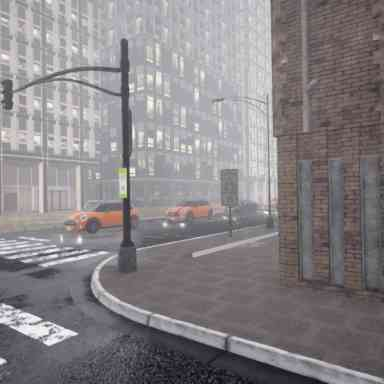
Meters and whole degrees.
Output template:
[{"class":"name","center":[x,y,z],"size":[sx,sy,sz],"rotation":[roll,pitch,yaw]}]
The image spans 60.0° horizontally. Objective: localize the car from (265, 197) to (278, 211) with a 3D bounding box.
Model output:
[{"class":"car","center":[11.075,1.470,42.538],"size":[2.097,1.767,4.553],"rotation":[-1,-1,36]}]

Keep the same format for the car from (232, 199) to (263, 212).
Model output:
[{"class":"car","center":[6.993,1.688,41.367],"size":[1.752,1.417,4.829],"rotation":[-2,-1,36]}]

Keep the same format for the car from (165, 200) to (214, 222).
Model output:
[{"class":"car","center":[-0.149,1.432,27.066],"size":[2.097,1.767,4.553],"rotation":[-1,-1,36]}]

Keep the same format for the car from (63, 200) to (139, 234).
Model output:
[{"class":"car","center":[-5.358,1.415,19.912],"size":[2.097,1.767,4.553],"rotation":[-1,-1,37]}]

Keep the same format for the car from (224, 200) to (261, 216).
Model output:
[{"class":"car","center":[5.131,1.589,34.359],"size":[2.128,1.511,4.902],"rotation":[-1,-1,36]}]

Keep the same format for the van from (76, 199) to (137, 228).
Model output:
[{"class":"van","center":[-5.916,1.459,23.512],"size":[1.690,1.788,3.998],"rotation":[-2,-1,36]}]
